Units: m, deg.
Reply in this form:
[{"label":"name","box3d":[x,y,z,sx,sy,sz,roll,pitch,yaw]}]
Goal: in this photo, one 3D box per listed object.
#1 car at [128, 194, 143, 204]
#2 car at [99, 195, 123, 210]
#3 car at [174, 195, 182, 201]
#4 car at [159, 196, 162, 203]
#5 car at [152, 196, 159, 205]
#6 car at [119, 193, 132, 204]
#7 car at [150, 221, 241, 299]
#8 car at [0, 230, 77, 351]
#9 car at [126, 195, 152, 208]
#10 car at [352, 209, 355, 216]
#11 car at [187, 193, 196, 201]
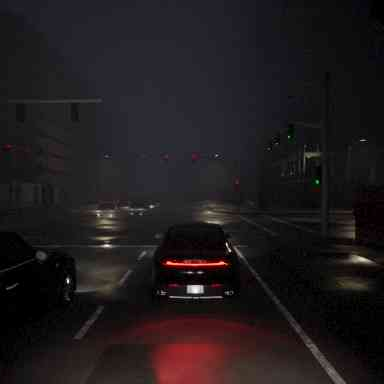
[{"label":"car","box3d":[-10.803,1.352,63.857,2.097,1.767,4.553,0,0,1]},{"label":"car","box3d":[-10.977,1.478,44.288,1.882,1.535,5.008,0,0,0]},{"label":"car","box3d":[-3.536,1.553,84.211,1.994,1.385,4.181,0,0,1]},{"label":"car","box3d":[-7.220,1.547,67.893,2.033,1.411,5.357,0,0,1]},{"label":"car","box3d":[-7.406,1.478,57.450,1.882,1.535,5.008,0,0,1]},{"label":"car","box3d":[-10.949,1.221,54.108,2.150,2.045,5.566,0,0,1]},{"label":"car","box3d":[0.079,1.505,8.419,1.837,1.490,4.892,0,0,0]},{"label":"car","box3d":[-3.447,1.352,5.095,2.097,1.767,4.553,0,0,0]},{"label":"car","box3d":[-7.491,1.547,47.471,2.033,1.411,5.357,0,0,0]},{"label":"car","box3d":[15.966,1.656,27.649,4.718,1.301,1.895,0,0,0]},{"label":"car","box3d":[-0.034,1.225,84.437,2.150,2.045,5.566,0,0,1]}]
